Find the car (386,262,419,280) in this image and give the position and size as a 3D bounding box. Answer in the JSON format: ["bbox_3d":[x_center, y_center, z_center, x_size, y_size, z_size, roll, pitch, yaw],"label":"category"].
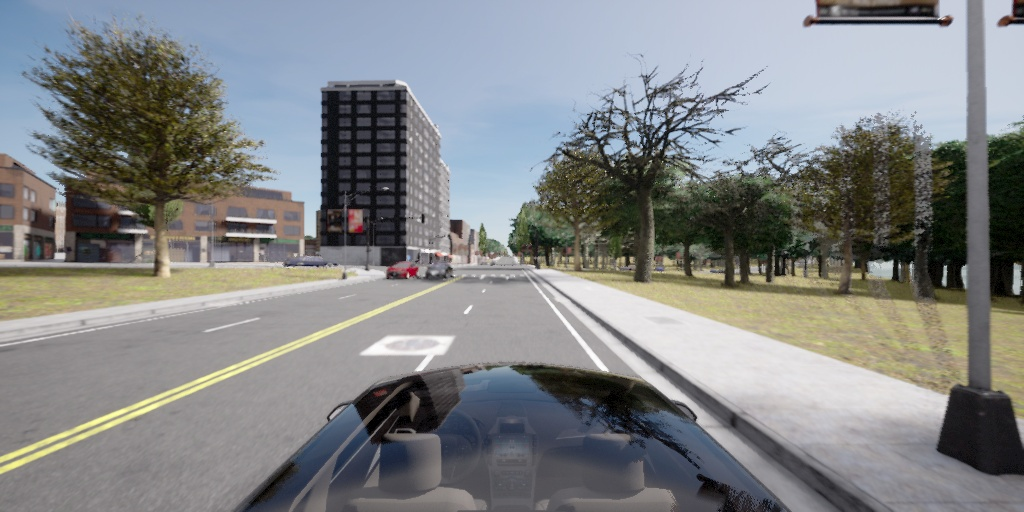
[{"bbox_3d":[-9.773,1.276,32.375,1.882,1.535,5.008,0,-1,0],"label":"car"}]

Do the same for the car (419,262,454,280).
[{"bbox_3d":[-6.522,1.293,32.555,2.128,1.511,4.902,0,0,0],"label":"car"}]

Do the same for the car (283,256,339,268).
[{"bbox_3d":[-22.573,0.730,40.435,5.357,1.411,2.033,2,-2,-43],"label":"car"}]
